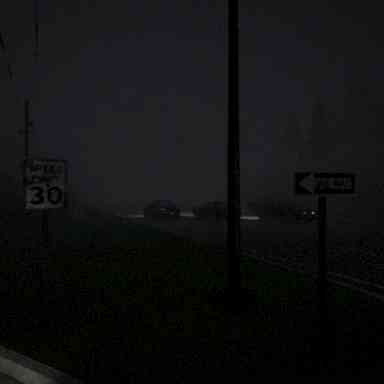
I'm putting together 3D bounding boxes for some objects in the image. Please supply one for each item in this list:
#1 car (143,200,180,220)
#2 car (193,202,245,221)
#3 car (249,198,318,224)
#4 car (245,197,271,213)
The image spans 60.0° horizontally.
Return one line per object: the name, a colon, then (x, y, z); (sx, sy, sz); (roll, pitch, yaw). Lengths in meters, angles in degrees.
car: (-2.477, 1.363, 26.415); (1.812, 1.442, 4.674); (0, 0, -25)
car: (1.793, 1.426, 25.585); (1.895, 1.301, 4.718); (0, 0, -25)
car: (6.649, 1.366, 23.476); (2.033, 1.411, 5.357); (0, 0, -25)
car: (6.830, 1.245, 31.328); (1.882, 1.535, 5.008); (0, 0, -25)
